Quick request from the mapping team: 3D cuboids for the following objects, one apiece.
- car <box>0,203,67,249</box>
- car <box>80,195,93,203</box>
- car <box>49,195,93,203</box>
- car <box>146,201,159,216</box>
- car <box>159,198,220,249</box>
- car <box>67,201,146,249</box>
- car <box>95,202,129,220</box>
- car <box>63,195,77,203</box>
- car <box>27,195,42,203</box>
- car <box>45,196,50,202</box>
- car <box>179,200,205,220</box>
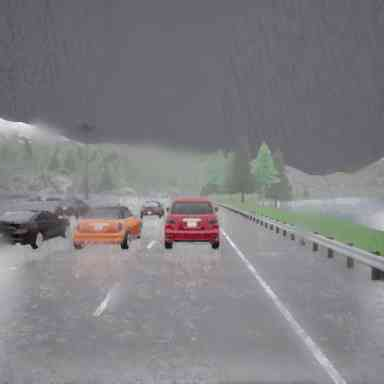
[{"bbox_3d":[-7.000,1.486,14.650,1.882,1.535,5.008,0,0,0],"label":"car"},{"bbox_3d":[-22.769,1.428,72.093,1.882,1.535,5.008,0,0,-8],"label":"car"},{"bbox_3d":[-10.500,1.367,29.620,2.097,1.767,4.553,0,0,0],"label":"car"},{"bbox_3d":[-3.500,1.534,29.650,1.812,1.442,4.674,0,0,0],"label":"car"},{"bbox_3d":[0.000,1.259,14.680,2.150,2.045,5.566,0,0,0],"label":"car"},{"bbox_3d":[-3.500,1.367,14.620,2.097,1.767,4.553,0,0,0],"label":"car"},{"bbox_3d":[-7.000,1.617,29.680,1.895,1.301,4.718,0,0,0],"label":"car"},{"bbox_3d":[-26.212,1.455,71.456,1.837,1.490,4.892,0,0,-8],"label":"car"},{"bbox_3d":[-33.096,1.466,70.184,1.837,1.490,4.892,0,0,-8],"label":"car"},{"bbox_3d":[-29.649,1.556,70.790,1.895,1.301,4.718,0,0,-8],"label":"car"},{"bbox_3d":[0.000,1.496,29.650,2.128,1.511,4.902,0,0,0],"label":"car"}]
